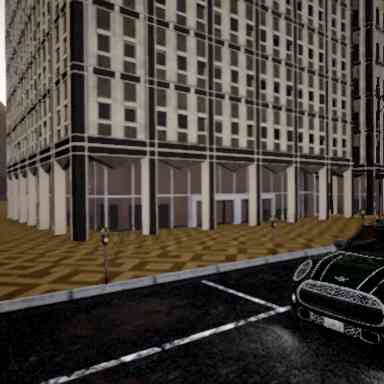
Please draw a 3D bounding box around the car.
[{"bbox_3d":[3.892,1.339,6.157,4.553,1.767,2.097,0,0,-36],"label":"car"}]
